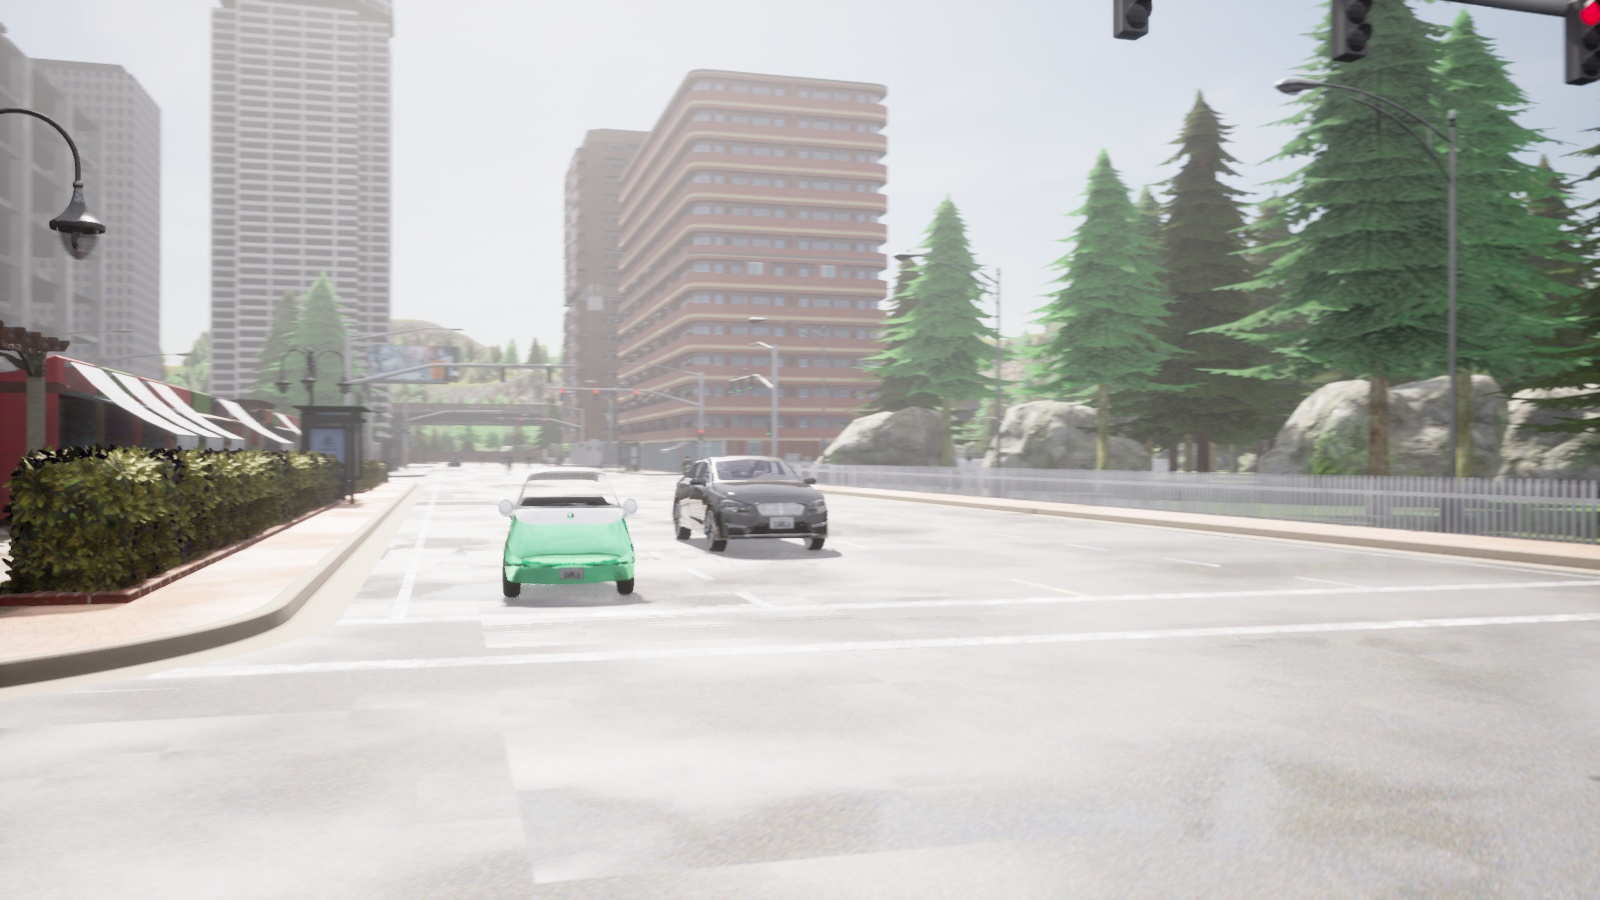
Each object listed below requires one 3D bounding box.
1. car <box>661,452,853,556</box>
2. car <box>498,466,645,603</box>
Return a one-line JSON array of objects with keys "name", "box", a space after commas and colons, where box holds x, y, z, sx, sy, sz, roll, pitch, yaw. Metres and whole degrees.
[{"name": "car", "box": [-0.875, 0.807, 21.060, 2.128, 1.511, 4.902, 0, 0, -15]}, {"name": "car", "box": [-2.606, 0.878, 14.037, 1.481, 1.376, 2.207, 0, -1, -14]}]
